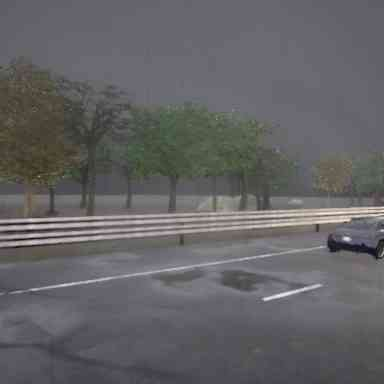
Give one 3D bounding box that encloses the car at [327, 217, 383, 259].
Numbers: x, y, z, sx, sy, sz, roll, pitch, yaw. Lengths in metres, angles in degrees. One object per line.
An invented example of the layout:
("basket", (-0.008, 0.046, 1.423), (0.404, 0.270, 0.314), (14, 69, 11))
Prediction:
("car", (7.307, 1.708, 13.343), (4.181, 1.385, 1.994), (1, 0, -35))
